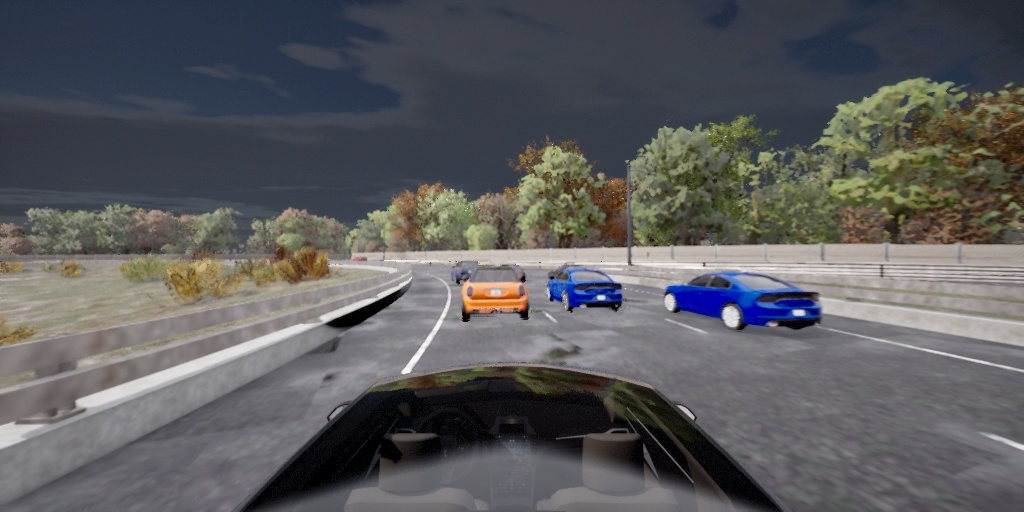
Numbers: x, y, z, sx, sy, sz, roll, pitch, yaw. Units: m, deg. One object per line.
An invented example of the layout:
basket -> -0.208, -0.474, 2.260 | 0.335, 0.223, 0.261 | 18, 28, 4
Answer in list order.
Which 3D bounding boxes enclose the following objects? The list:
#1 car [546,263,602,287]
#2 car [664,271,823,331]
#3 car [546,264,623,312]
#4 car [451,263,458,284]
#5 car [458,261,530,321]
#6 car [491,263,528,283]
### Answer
car -> 4.254, 1.295, 25.756 | 2.033, 1.411, 5.357 | 0, 0, -13
car -> 6.538, 1.200, 10.918 | 1.882, 1.535, 5.008 | 0, 0, -5
car -> 2.673, 1.224, 14.282 | 1.882, 1.535, 5.008 | 0, 0, -6
car -> -3.511, 1.143, 27.805 | 2.097, 1.767, 4.553 | 0, 0, -15
car -> -0.687, 1.115, 12.825 | 2.097, 1.767, 4.553 | 0, 0, -6
car -> -0.278, 1.340, 29.238 | 1.994, 1.385, 4.181 | 0, 0, -15
